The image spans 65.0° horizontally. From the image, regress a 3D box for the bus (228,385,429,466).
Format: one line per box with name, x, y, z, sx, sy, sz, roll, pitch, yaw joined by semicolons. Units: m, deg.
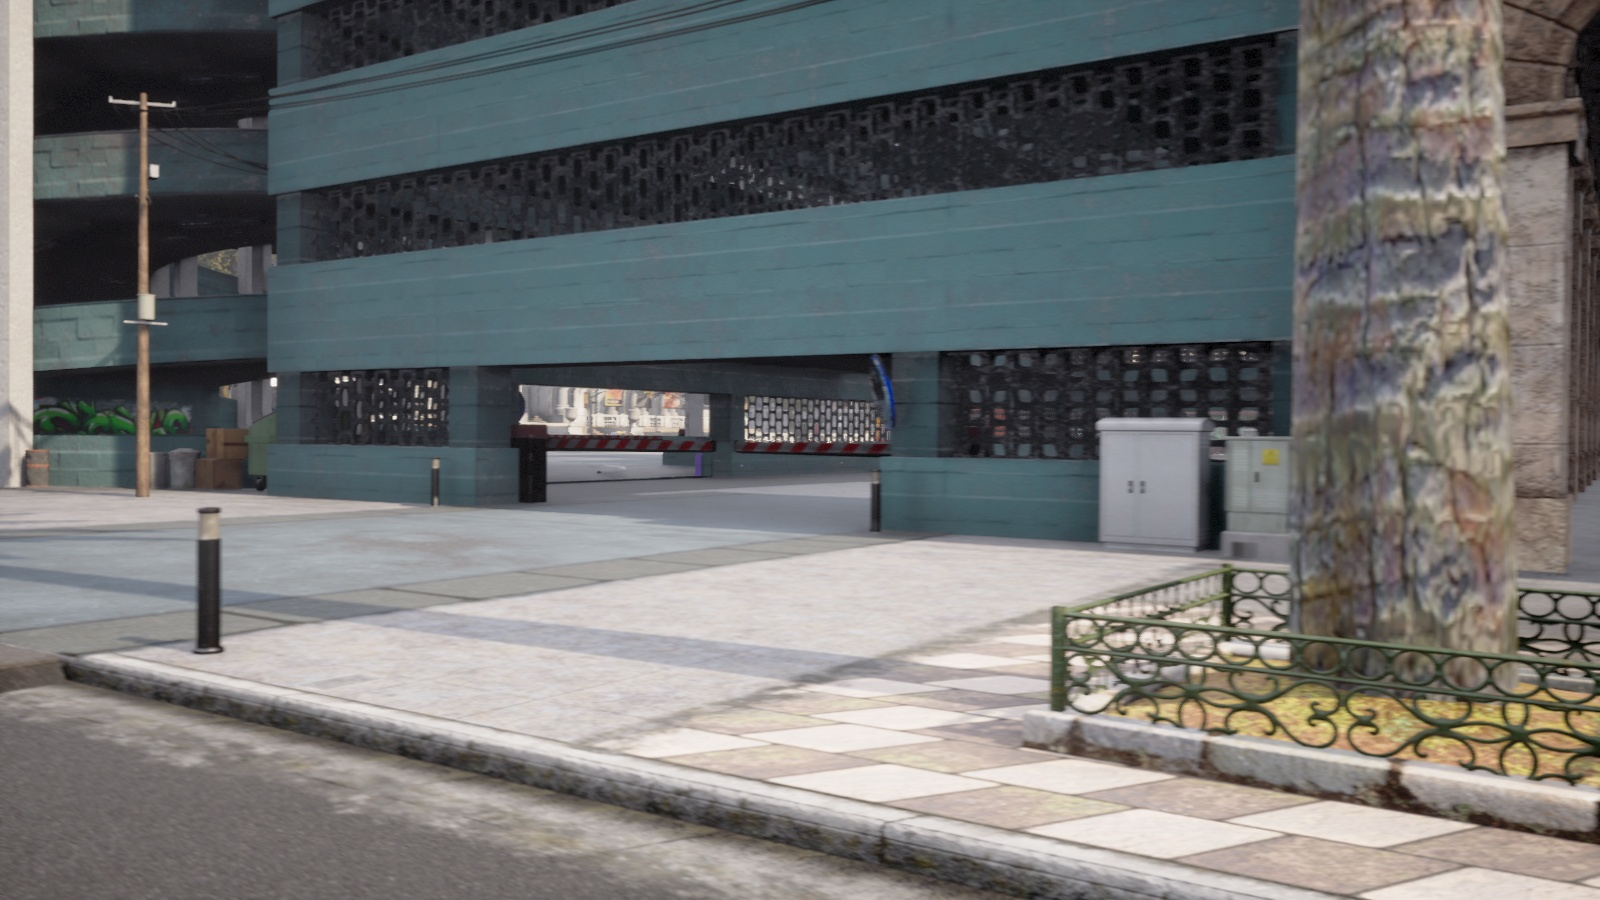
bus;-26.509;-1.377;71.257;3.944;4.253;10.273;0;1;34
